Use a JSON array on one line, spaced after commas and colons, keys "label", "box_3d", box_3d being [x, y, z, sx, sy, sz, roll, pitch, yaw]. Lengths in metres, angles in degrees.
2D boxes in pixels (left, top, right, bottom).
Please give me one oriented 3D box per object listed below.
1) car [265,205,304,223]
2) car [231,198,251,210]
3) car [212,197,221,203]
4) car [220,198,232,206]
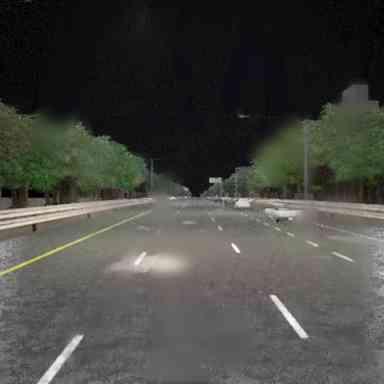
[{"label": "car", "box_3d": [7.021, 1.632, 25.845, 1.895, 1.301, 4.718, 0, 0, 0]}, {"label": "car", "box_3d": [7.092, 1.693, 46.765, 1.812, 1.442, 4.674, 0, -1, 0]}, {"label": "car", "box_3d": [7.427, 2.266, 93.969, 1.837, 1.490, 4.892, 0, -1, 1]}, {"label": "car", "box_3d": [7.184, 1.851, 63.838, 2.128, 1.511, 4.902, 0, -1, 0]}]
